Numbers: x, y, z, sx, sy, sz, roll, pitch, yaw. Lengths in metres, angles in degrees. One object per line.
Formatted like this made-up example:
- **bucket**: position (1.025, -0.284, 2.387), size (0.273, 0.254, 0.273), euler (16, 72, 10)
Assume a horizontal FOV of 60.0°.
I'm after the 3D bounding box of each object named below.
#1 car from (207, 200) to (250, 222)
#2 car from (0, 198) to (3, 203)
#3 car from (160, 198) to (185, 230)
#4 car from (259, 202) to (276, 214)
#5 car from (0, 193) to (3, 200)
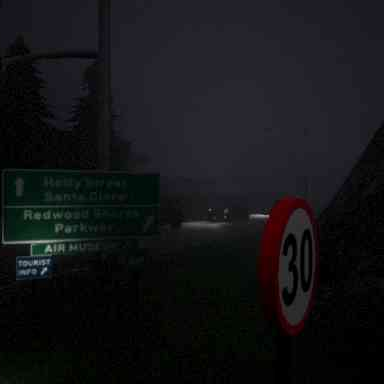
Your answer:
- **car**: position (3.212, 1.544, 28.891), size (2.097, 1.767, 4.553), euler (0, 0, 36)
- **car**: position (-12.364, 1.504, 26.061), size (1.905, 1.878, 3.866), euler (0, 0, 35)
- **car**: position (-2.678, 1.414, 20.798), size (2.150, 2.045, 5.566), euler (0, 0, 36)
- **car**: position (9.086, 1.755, 36.945), size (1.994, 1.385, 4.181), euler (0, 0, 36)
- **car**: position (-38.552, 1.489, 70.011), size (4.514, 1.523, 2.007), euler (0, 0, 35)
